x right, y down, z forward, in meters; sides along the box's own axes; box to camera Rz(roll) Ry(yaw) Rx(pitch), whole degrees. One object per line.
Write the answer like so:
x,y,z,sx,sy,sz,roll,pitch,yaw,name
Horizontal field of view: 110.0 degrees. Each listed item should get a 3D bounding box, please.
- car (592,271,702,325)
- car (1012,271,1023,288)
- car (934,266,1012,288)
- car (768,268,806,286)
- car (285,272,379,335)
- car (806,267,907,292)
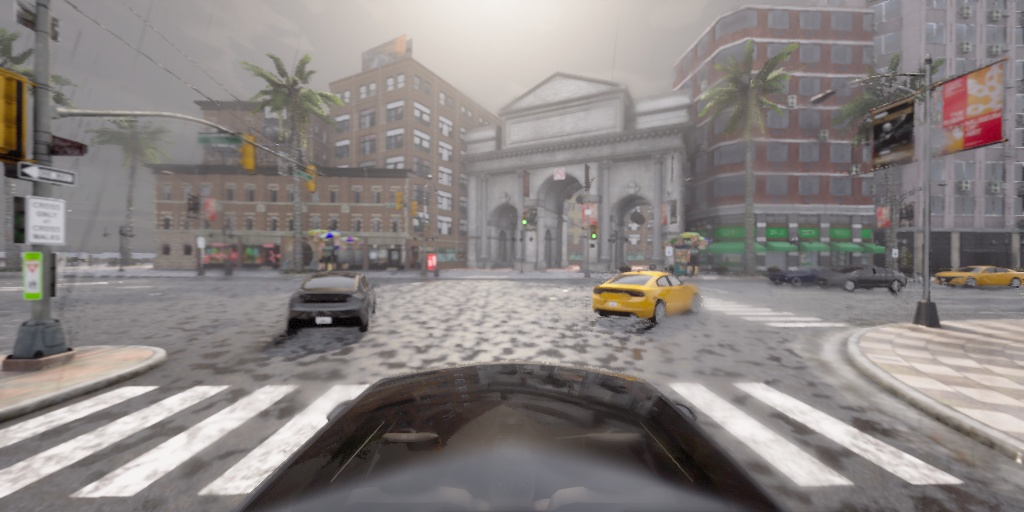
4.673,1.255,12.114,5.008,1.535,1.882,0,-1,-45,car
35.624,1.491,22.665,5.008,1.535,1.882,0,0,1,car
34.018,1.474,26.159,5.008,1.535,1.882,0,0,1,car
21.388,1.498,25.942,4.718,1.301,1.895,0,0,-2,car
-5.032,1.207,10.416,1.837,1.490,4.892,2,0,-19,car
21.711,1.407,22.441,4.892,1.490,1.837,0,0,-2,car
